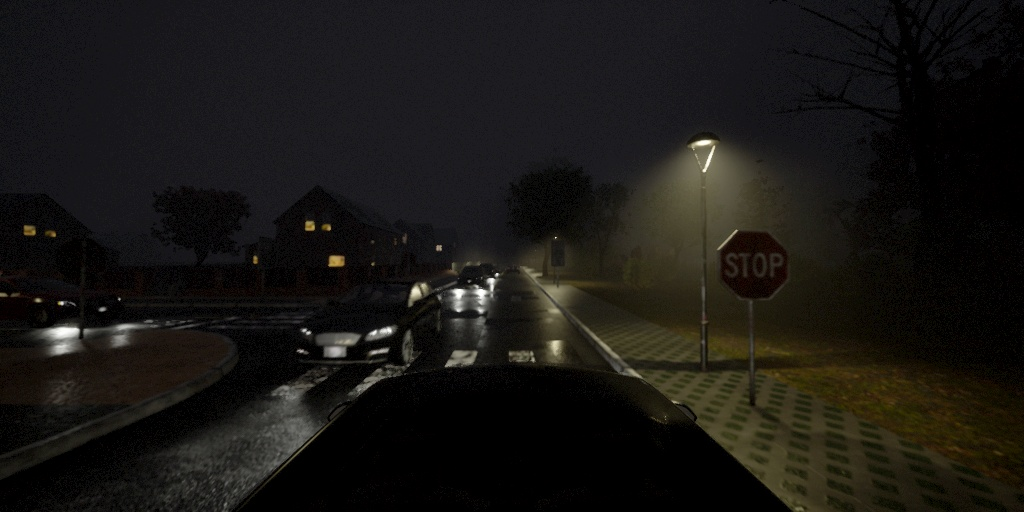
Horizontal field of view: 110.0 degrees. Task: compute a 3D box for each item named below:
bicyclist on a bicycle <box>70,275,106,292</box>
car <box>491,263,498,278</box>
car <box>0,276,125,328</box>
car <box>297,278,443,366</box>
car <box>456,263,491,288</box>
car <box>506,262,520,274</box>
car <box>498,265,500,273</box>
[{"bbox_3d":[-20.214,1.330,17.032,0.582,1.620,1.656,0,-2,2],"label":"bicyclist on a bicycle"},{"bbox_3d":[-2.800,1.587,38.800,1.837,1.490,4.892,0,-1,0],"label":"car"},{"bbox_3d":[-14.779,1.347,10.992,4.674,1.442,1.812,0,-2,2],"label":"car"},{"bbox_3d":[-2.845,1.292,8.214,2.128,1.511,4.902,0,0,0],"label":"car"},{"bbox_3d":[-2.823,1.464,26.095,1.837,1.490,4.892,0,0,0],"label":"car"},{"bbox_3d":[0.169,1.760,51.239,2.033,1.411,5.357,0,-1,0],"label":"car"},{"bbox_3d":[-2.739,1.773,52.383,2.033,1.411,5.357,0,-1,0],"label":"car"}]
